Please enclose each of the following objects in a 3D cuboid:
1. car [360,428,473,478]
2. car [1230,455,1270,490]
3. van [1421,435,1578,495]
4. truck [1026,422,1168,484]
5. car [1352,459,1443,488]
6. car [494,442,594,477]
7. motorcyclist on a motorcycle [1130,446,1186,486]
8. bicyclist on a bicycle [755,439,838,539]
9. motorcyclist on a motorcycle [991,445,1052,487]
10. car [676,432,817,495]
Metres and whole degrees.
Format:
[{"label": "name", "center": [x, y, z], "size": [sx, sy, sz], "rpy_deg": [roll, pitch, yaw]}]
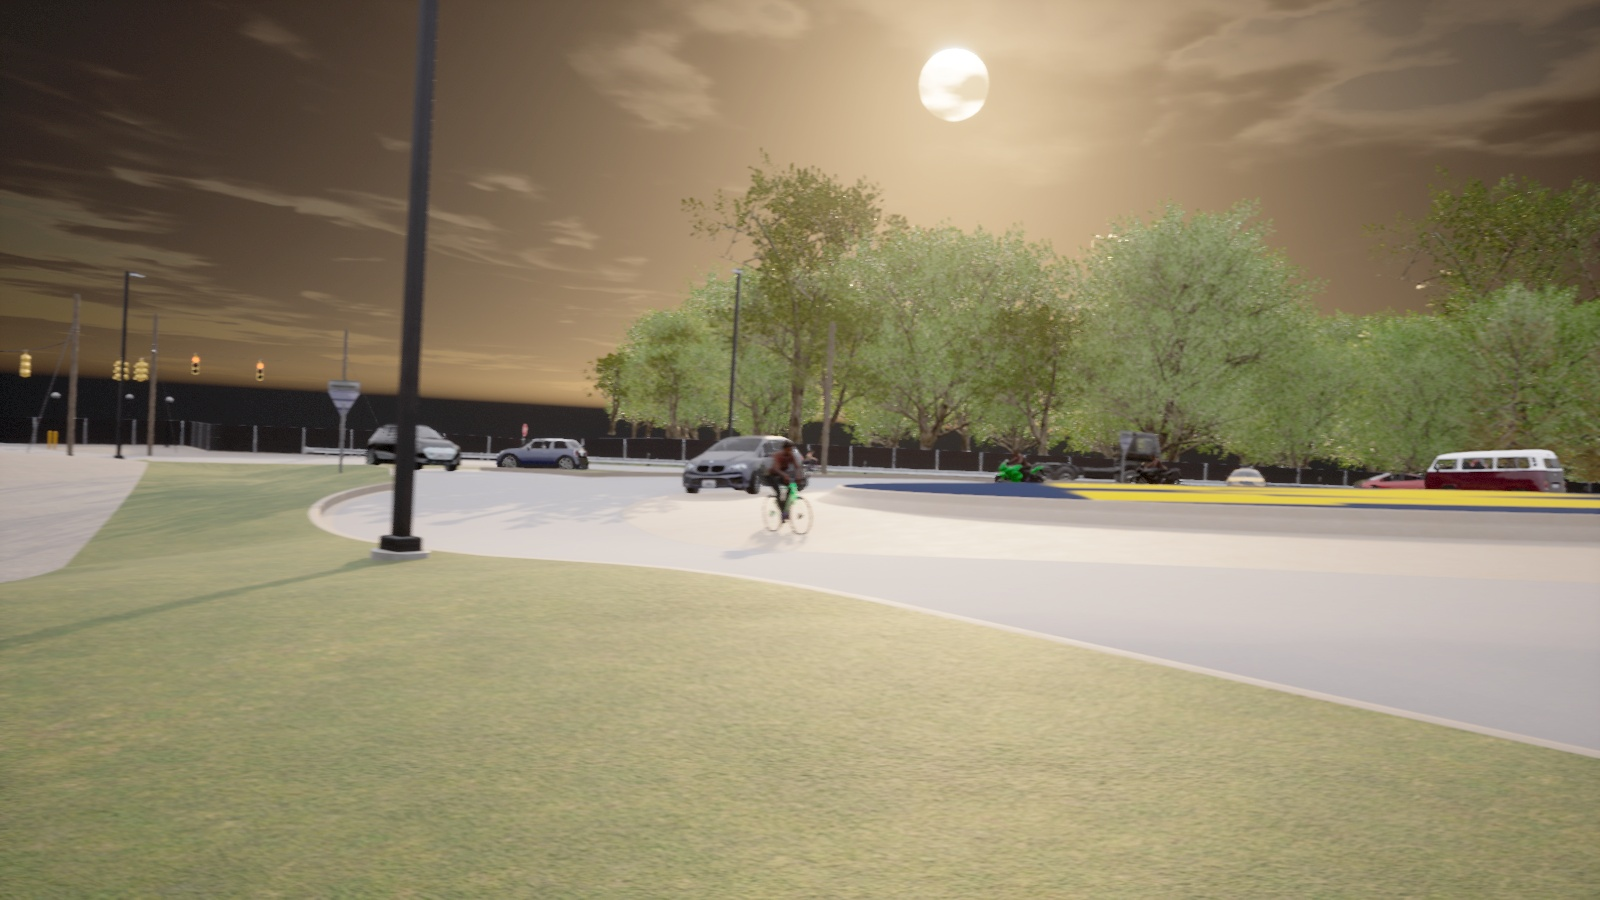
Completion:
[{"label": "car", "center": [-13.471, 0.132, 43.929], "size": [2.033, 1.649, 4.856], "rpy_deg": [2, -2, -40]}, {"label": "car", "center": [22.558, 1.165, 63.008], "size": [1.801, 1.575, 5.366], "rpy_deg": [0, -3, 19]}, {"label": "van", "center": [25.374, 0.572, 45.682], "size": [2.069, 2.038, 4.480], "rpy_deg": [0, -2, -35]}, {"label": "truck", "center": [17.555, 0.137, 74.756], "size": [7.936, 3.462, 2.891], "rpy_deg": [1, 1, 8]}, {"label": "car", "center": [35.966, 1.405, 75.659], "size": [4.514, 1.525, 2.007], "rpy_deg": [1, 1, 9]}, {"label": "car", "center": [-11.126, 0.390, 54.739], "size": [3.806, 1.475, 1.970], "rpy_deg": [0, 0, 9]}, {"label": "motorcyclist on a motorcycle", "center": [14.477, 0.635, 50.823], "size": [2.044, 1.523, 0.797], "rpy_deg": [1, 2, 9]}, {"label": "bicyclist on a bicycle", "center": [-0.079, 0.657, 21.782], "size": [0.582, 1.620, 1.656], "rpy_deg": [-5, 2, -31]}, {"label": "motorcyclist on a motorcycle", "center": [8.091, 0.584, 45.834], "size": [2.044, 1.523, 0.797], "rpy_deg": [1, 0, -15]}, {"label": "car", "center": [-1.458, 0.361, 36.375], "size": [2.242, 1.667, 4.611], "rpy_deg": [-1, 0, 24]}]
